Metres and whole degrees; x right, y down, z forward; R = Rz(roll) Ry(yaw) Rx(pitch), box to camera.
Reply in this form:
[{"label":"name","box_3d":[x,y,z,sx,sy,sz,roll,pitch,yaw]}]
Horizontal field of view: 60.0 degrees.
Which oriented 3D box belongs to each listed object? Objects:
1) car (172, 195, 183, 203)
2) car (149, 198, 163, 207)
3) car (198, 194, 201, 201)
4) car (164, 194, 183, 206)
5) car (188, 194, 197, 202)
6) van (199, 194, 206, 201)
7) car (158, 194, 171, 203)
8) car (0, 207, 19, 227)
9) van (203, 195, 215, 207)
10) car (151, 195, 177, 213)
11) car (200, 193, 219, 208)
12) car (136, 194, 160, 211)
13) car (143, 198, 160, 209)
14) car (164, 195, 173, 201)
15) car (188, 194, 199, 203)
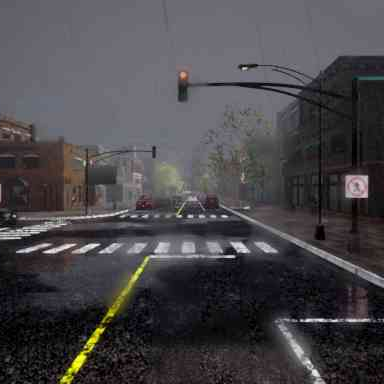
[{"label":"car","box_3d":[-2.977,1.461,68.557,1.882,1.535,5.008,0,0,0]},{"label":"car","box_3d":[-5.667,1.570,52.475,1.802,1.307,4.206,-1,0,0]},{"label":"car","box_3d":[2.719,1.536,63.559,2.008,1.369,4.403,-1,0,0]},{"label":"car","box_3d":[-3.032,1.480,52.725,2.128,1.511,4.902,0,0,0]},{"label":"car","box_3d":[0.039,1.335,79.249,2.097,1.767,4.553,0,0,0]},{"label":"van","box_3d":[2.728,1.319,85.735,1.690,1.788,3.998,-1,0,0]},{"label":"car","box_3d":[-5.661,1.298,69.107,2.192,1.841,5.009,-1,0,0]},{"label":"car","box_3d":[-14.685,1.731,23.723,4.181,1.385,1.994,-1,1,-2]},{"label":"van","box_3d":[2.712,1.329,52.471,1.690,1.788,3.998,-1,0,0]},{"label":"car","box_3d":[-3.076,1.470,37.236,1.882,1.535,5.008,0,0,0]},{"label":"car","box_3d":[2.709,1.304,46.927,2.192,1.841,5.009,-1,0,0]},{"label":"car","box_3d":[-5.674,1.306,41.386,2.192,1.841,5.009,-1,0,0]},{"label":"car","box_3d":[-5.670,1.534,46.930,1.887,1.381,4.507,-1,0,0]},{"label":"car","box_3d":[-5.654,1.525,80.195,1.887,1.381,4.507,-1,0,0]},{"label":"car","box_3d":[0.131,1.509,69.111,1.812,1.442,4.674,0,0,0]}]
